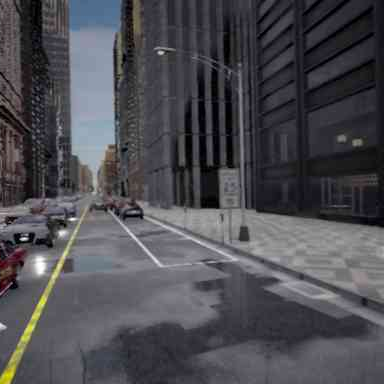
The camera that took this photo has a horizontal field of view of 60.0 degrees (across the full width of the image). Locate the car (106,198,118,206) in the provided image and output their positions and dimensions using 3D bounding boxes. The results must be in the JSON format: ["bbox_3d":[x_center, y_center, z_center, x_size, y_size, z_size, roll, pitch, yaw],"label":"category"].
[{"bbox_3d":[-14.846,1.760,61.304,1.887,1.381,4.507,-1,0,-16],"label":"car"}]

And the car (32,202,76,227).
[{"bbox_3d":[-9.890,1.745,24.185,2.033,1.411,5.357,-1,0,-17],"label":"car"}]

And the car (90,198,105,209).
[{"bbox_3d":[-14.365,1.729,50.575,2.128,1.511,4.902,-1,0,-16],"label":"car"}]

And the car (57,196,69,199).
[{"bbox_3d":[-21.428,1.825,53.497,1.967,1.590,4.097,-1,0,-16],"label":"car"}]

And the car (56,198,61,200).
[{"bbox_3d":[-18.239,1.896,42.709,2.008,1.369,4.403,-1,0,-16],"label":"car"}]

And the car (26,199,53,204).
[{"bbox_3d":[-15.054,1.614,31.920,2.192,1.841,5.009,-1,0,-16],"label":"car"}]

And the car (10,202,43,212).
[{"bbox_3d":[-13.457,1.818,26.525,1.887,1.381,4.507,-1,0,-16],"label":"car"}]

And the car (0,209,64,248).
[{"bbox_3d":[-7.238,1.714,15.204,1.994,1.385,4.181,-1,0,-16],"label":"car"}]

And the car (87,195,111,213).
[{"bbox_3d":[-11.573,1.553,41.120,2.097,1.767,4.553,-1,0,-17],"label":"car"}]

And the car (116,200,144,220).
[{"bbox_3d":[-5.282,1.652,28.940,1.947,1.339,4.313,-1,0,-16],"label":"car"}]

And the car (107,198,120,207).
[{"bbox_3d":[-13.251,1.779,55.911,1.802,1.307,4.206,-1,0,-16],"label":"car"}]

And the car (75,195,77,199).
[{"bbox_3d":[-29.350,1.999,80.305,1.752,1.417,4.829,-1,0,-16],"label":"car"}]

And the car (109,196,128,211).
[{"bbox_3d":[-10.067,1.472,45.122,2.192,1.841,5.009,-1,0,-16],"label":"car"}]

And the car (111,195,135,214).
[{"bbox_3d":[-6.879,1.426,34.335,2.192,1.841,5.009,-1,0,-16],"label":"car"}]

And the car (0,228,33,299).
[{"bbox_3d":[-4.705,1.701,6.536,1.895,1.301,4.718,-1,0,-15],"label":"car"}]

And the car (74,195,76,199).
[{"bbox_3d":[-27.803,2.002,75.073,1.887,1.381,4.507,-1,0,-16],"label":"car"}]

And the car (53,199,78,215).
[{"bbox_3d":[-12.667,1.768,33.672,1.812,1.442,4.674,-1,0,-16],"label":"car"}]

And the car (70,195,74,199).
[{"bbox_3d":[-24.618,1.737,64.285,2.192,1.841,5.009,-1,0,-16],"label":"car"}]
